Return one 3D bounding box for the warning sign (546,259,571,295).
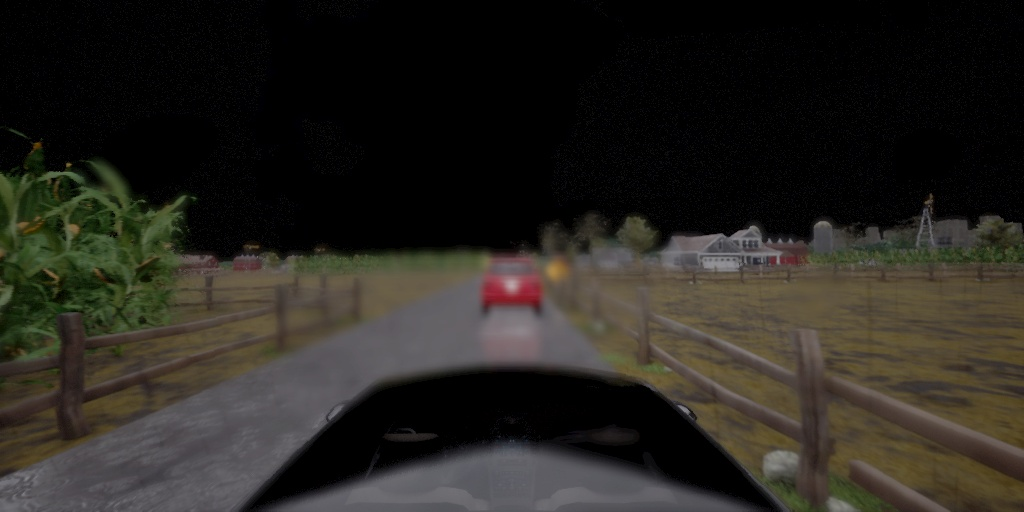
[{"bbox_3d":[2.453,1.085,18.941,1.300,1.860,1.060,0,0,0],"label":"warning sign"}]

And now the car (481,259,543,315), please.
[{"bbox_3d":[0.015,1.130,14.439,2.150,2.045,5.566,0,0,0],"label":"car"}]
